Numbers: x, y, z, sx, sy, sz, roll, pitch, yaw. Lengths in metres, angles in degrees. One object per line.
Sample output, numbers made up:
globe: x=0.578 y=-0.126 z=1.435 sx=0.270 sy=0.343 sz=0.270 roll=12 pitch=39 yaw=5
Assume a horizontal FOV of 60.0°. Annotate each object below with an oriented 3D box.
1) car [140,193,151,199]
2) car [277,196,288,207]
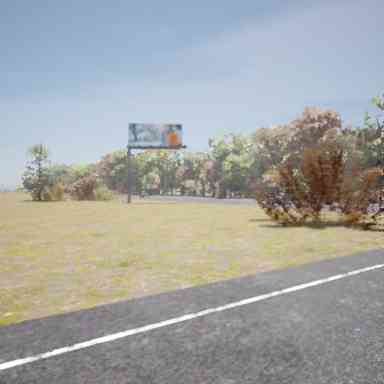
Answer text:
car: x=-12.504 y=0.958 z=89.044 sx=1.837 sy=1.490 sz=4.892 roll=0 pitch=0 yaw=-27
car: x=13.136 y=1.278 z=47.915 sx=2.128 sy=1.511 sz=4.902 roll=0 pitch=0 yaw=-34
